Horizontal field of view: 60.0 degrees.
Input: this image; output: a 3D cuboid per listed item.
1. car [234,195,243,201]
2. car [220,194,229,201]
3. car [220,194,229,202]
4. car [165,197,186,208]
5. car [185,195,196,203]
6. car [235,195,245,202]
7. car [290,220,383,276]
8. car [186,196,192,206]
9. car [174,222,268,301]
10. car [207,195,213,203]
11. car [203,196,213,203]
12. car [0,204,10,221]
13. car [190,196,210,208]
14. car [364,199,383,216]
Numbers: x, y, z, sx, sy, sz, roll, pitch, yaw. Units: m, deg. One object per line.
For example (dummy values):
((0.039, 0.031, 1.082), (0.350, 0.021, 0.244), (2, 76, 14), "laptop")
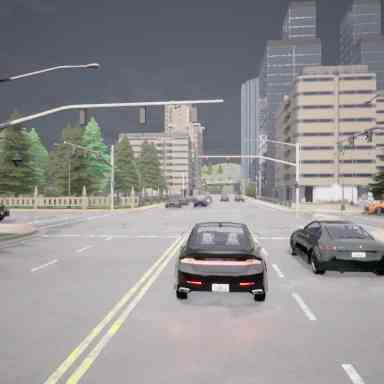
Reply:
((11.896, 1.537, 85.447), (2.033, 1.411, 5.357), (0, 0, 5), "car")
((8.409, 1.353, 85.751), (2.097, 1.767, 4.553), (0, 0, 5), "car")
((7.612, 1.549, 77.449), (1.994, 1.385, 4.181), (0, 0, 5), "car")
((-2.486, 1.564, 46.554), (1.994, 1.385, 4.181), (0, 0, 6), "car")
((-0.267, 1.478, 68.721), (1.882, 1.535, 5.008), (0, 0, 6), "car")
((11.002, 1.591, 76.141), (1.895, 1.301, 4.718), (0, 0, 5), "car")
((4.404, 1.564, 10.446), (1.994, 1.385, 4.181), (0, 0, 5), "car")
((-1.595, 1.547, 55.753), (2.033, 1.411, 5.357), (0, 0, 6), "car")
((0.710, 1.492, 8.339), (2.128, 1.511, 4.902), (0, 0, 5), "car")
((2.196, 1.601, 58.492), (1.895, 1.301, 4.718), (0, 0, 6), "car")
((3.312, 1.504, 69.295), (1.837, 1.490, 4.892), (0, 0, 5), "car")
((-16.620, 1.221, 24.784), (5.566, 2.045, 2.150), (0, 0, 7), "car")
((1.299, 1.601, 49.344), (1.895, 1.301, 4.718), (0, 0, 6), "car")
((19.180, 1.352, 32.156), (4.553, 1.767, 2.097), (0, 0, 7), "car")
